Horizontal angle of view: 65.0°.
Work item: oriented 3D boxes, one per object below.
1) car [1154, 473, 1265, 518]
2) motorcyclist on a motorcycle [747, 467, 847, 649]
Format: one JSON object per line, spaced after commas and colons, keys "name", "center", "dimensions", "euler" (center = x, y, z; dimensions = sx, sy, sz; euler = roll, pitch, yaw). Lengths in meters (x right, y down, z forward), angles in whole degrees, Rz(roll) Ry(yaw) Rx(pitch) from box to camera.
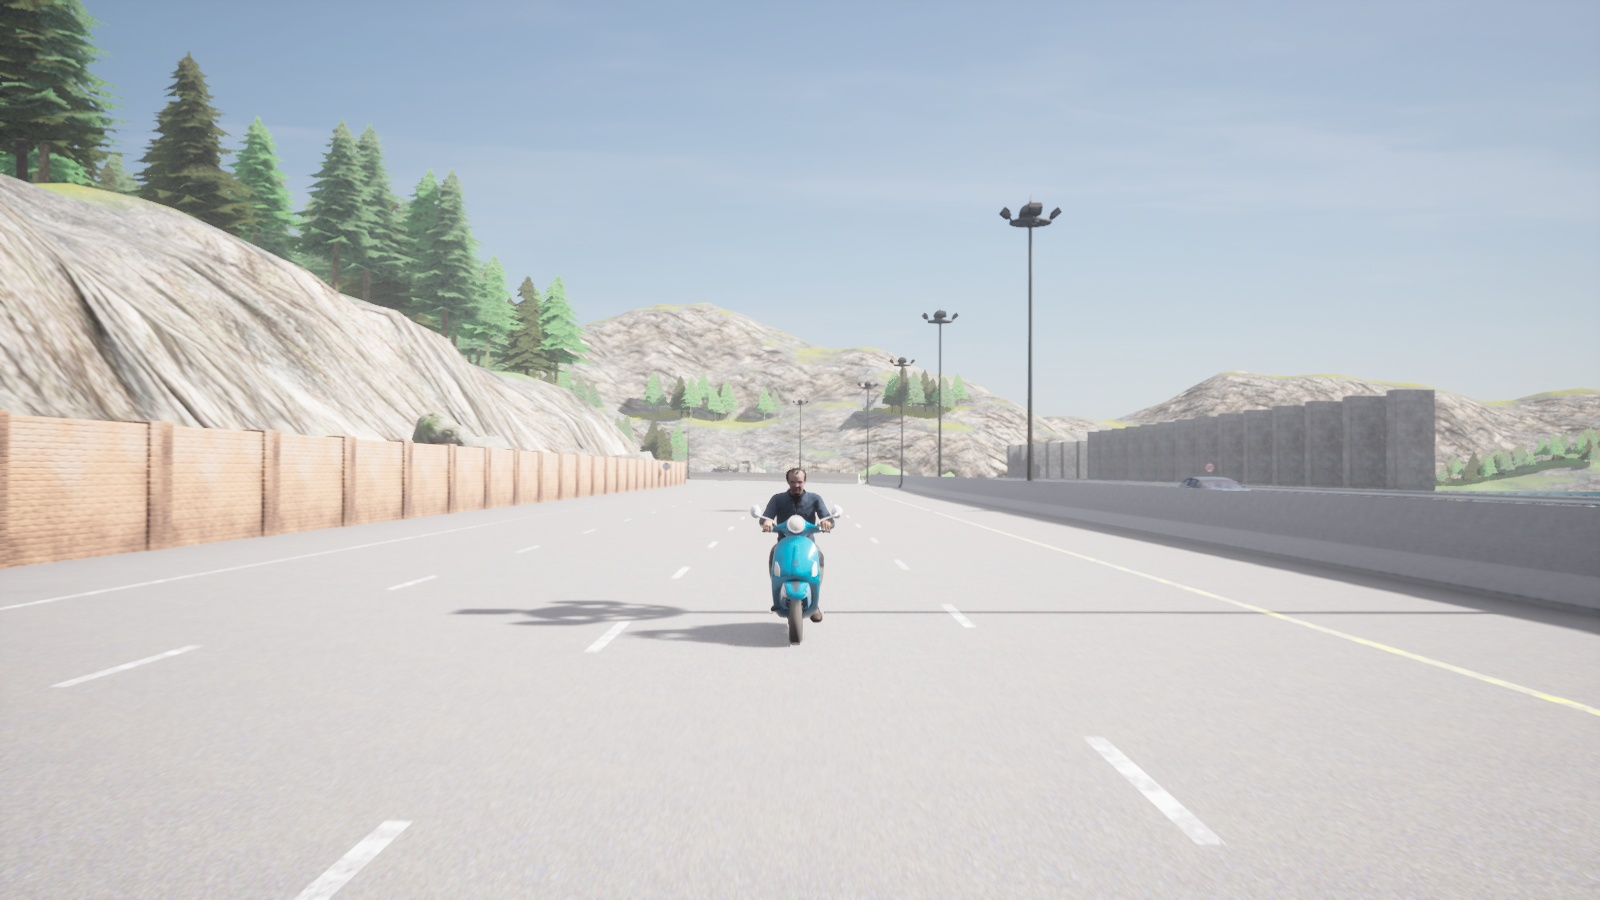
{"name": "car", "center": [13.895, 1.504, 43.015], "dimensions": [2.033, 1.411, 5.357], "euler": [0, -1, 0]}
{"name": "motorcyclist on a motorcycle", "center": [-0.030, 0.961, 11.939], "dimensions": [0.866, 1.590, 1.817], "euler": [0, -1, 0]}
